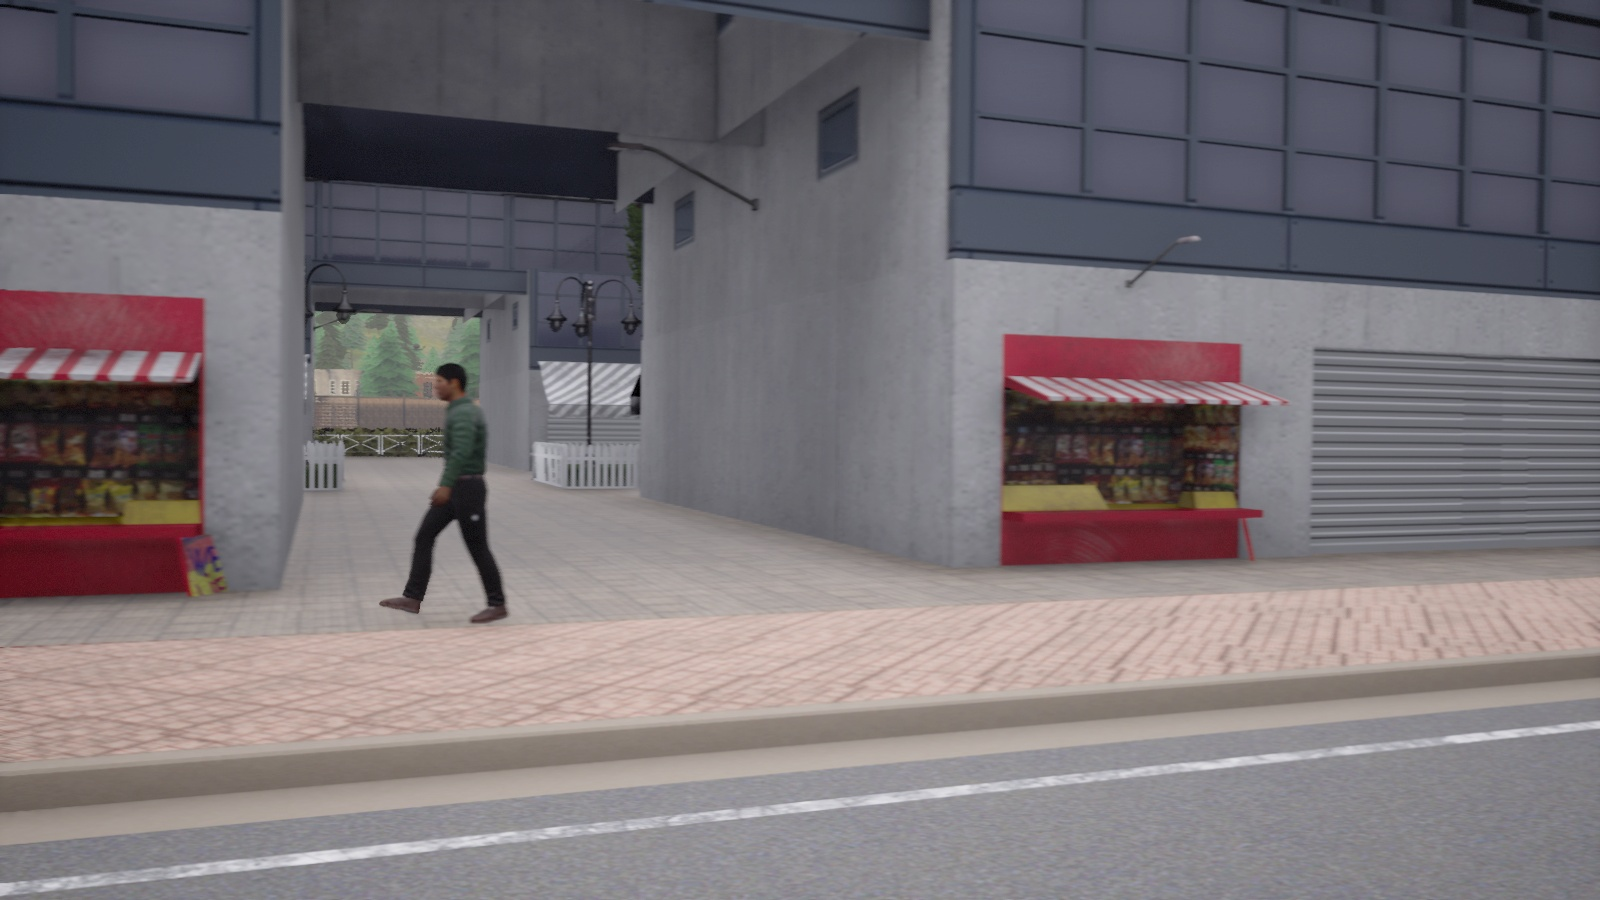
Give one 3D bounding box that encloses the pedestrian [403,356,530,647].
[{"bbox_3d":[-2.322,0.340,8.734,0.788,1.949,0.423,-1,1,-20],"label":"pedestrian"}]
